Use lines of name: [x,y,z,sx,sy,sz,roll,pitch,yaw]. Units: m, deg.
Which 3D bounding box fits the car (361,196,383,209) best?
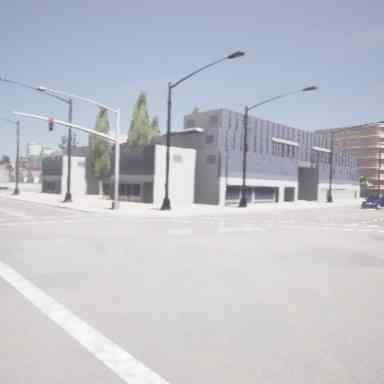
car: [21.958,1.245,39.825,4.674,1.442,1.812,-1,2,-43]
